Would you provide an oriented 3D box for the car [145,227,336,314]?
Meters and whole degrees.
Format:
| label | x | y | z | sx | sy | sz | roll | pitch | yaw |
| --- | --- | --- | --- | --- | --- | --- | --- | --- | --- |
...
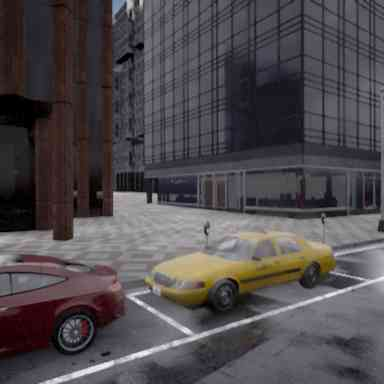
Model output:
| label | x | y | z | sx | sy | sz | roll | pitch | yaw |
| --- | --- | --- | --- | --- | --- | --- | --- | --- | --- |
| car | 1.317 | 1.508 | 7.560 | 4.829 | 1.417 | 1.752 | 0 | 0 | -35 |

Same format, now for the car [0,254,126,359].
| label | x | y | z | sx | sy | sz | roll | pitch | yaw |
| --- | --- | --- | --- | --- | --- | --- | --- | --- | --- |
| car | -2.987 | 1.582 | 4.521 | 4.206 | 1.307 | 1.802 | 0 | 0 | -35 |
